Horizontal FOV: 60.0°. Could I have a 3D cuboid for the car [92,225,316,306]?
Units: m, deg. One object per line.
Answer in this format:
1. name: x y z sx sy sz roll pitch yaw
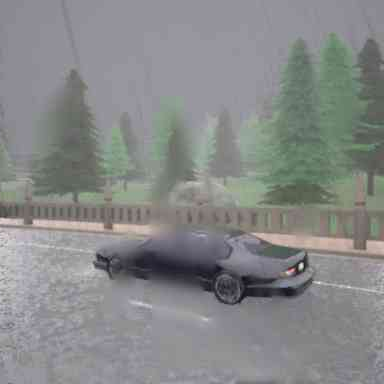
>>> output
1. car: 0.051 1.522 7.962 5.357 1.411 2.033 0 0 33
